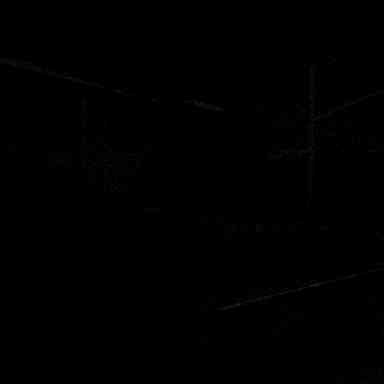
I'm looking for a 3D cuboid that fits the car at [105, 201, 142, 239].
[{"bbox_3d":[-4.352,1.447,18.338,1.905,1.878,3.866,1,0,-36],"label":"car"}]

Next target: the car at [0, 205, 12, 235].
[{"bbox_3d":[-11.481,1.523,18.600,2.242,1.667,4.611,1,0,-36],"label":"car"}]
